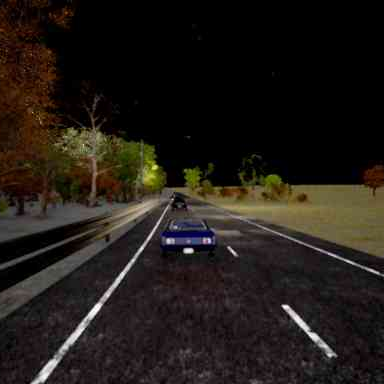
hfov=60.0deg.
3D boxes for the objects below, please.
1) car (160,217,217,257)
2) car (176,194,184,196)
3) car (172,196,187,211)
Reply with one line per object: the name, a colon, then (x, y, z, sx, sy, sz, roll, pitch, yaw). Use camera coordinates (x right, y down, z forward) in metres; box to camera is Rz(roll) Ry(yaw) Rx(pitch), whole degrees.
car: (-0.212, 1.645, 13.120, 1.895, 1.301, 4.718, 0, 0, -3)
car: (-2.746, 1.746, 67.325, 1.837, 1.490, 4.892, 0, -1, -3)
car: (-1.614, 1.629, 43.122, 1.882, 1.535, 5.008, 0, 0, -3)
